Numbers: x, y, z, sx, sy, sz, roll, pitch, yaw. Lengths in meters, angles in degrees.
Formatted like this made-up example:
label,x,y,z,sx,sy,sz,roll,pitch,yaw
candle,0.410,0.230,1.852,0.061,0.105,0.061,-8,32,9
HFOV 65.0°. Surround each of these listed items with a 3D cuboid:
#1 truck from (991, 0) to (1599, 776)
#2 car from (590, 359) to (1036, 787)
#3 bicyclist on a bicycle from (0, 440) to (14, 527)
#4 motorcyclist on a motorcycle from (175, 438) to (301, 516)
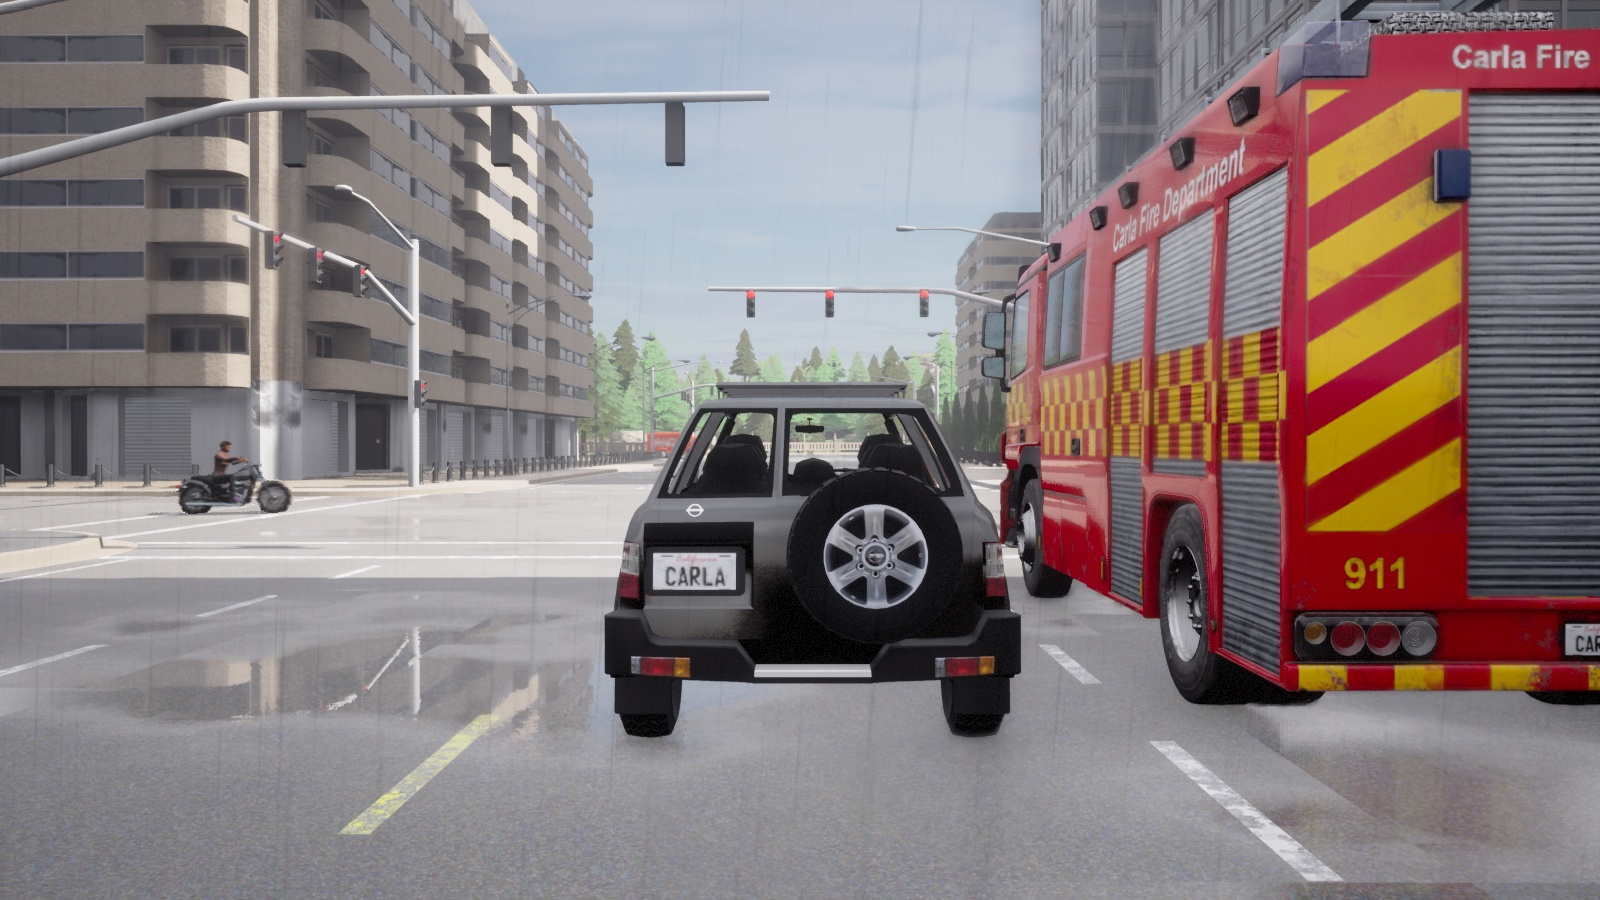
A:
label,x,y,z,sx,sy,sz,roll,pitch,yaw
truck,3.573,-0.471,9.880,2.891,3.827,8.468,0,0,0
car,0.061,0.520,7.741,1.932,1.855,4.605,0,0,0
bicyclist on a bicycle,-15.669,0.610,23.426,1.656,1.620,0.582,0,0,1
motorcyclist on a motorcycle,-12.102,0.578,27.103,2.350,1.649,0.766,0,0,-5
